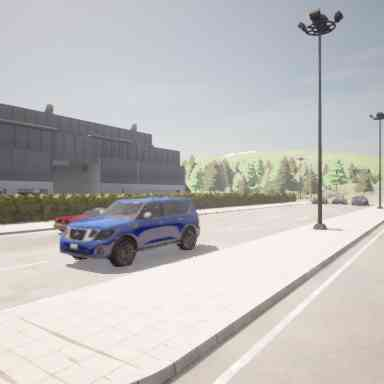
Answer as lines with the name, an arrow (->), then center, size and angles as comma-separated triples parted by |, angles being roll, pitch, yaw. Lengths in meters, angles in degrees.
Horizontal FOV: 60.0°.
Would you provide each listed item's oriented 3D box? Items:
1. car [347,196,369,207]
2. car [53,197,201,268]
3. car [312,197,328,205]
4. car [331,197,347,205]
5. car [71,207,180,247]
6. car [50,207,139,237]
car -> 26.392, 1.351, 52.324 | 2.097, 1.767, 4.553 | 0, 0, 35
car -> -1.839, 1.221, 11.895 | 2.150, 2.045, 5.566 | 0, 0, 35
car -> 22.870, 1.564, 59.493 | 1.994, 1.385, 4.181 | 0, 0, 35
car -> 25.110, 1.565, 56.596 | 1.994, 1.385, 4.181 | 0, 0, 35
car -> -3.006, 1.547, 16.332 | 2.033, 1.411, 5.357 | 0, 0, 35
car -> -5.397, 1.601, 19.017 | 1.895, 1.301, 4.718 | 0, 0, 35
